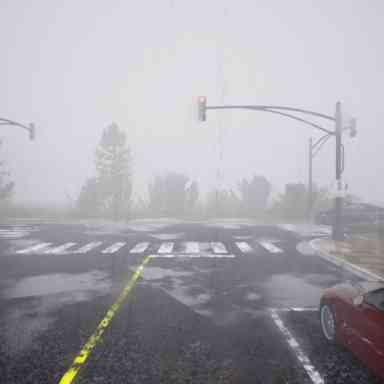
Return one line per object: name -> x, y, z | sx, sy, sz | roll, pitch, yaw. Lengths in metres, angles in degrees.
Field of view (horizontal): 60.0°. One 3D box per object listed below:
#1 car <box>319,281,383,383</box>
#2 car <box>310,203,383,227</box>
car -> 2.813, 1.581, 3.545 | 1.802, 1.307, 4.206 | -1, 0, 0
car -> 10.250, 1.447, 21.619 | 4.902, 1.511, 2.128 | 0, 1, -1
